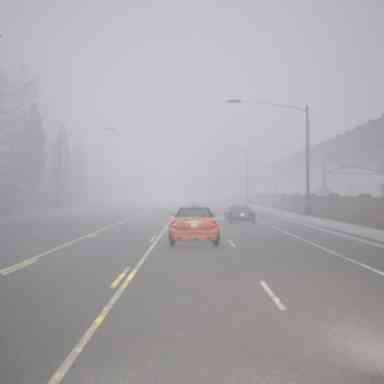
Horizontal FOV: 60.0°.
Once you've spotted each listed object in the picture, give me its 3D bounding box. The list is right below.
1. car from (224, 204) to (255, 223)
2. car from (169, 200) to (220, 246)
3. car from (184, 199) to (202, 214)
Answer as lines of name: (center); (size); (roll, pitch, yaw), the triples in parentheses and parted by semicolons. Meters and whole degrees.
car: (3.586, 1.592, 25.626); (1.994, 1.385, 4.181); (0, 0, 0)
car: (0.092, 1.369, 15.535); (2.097, 1.767, 4.553); (0, 0, 0)
car: (0.082, 1.566, 36.631); (1.812, 1.442, 4.674); (0, 0, 0)
